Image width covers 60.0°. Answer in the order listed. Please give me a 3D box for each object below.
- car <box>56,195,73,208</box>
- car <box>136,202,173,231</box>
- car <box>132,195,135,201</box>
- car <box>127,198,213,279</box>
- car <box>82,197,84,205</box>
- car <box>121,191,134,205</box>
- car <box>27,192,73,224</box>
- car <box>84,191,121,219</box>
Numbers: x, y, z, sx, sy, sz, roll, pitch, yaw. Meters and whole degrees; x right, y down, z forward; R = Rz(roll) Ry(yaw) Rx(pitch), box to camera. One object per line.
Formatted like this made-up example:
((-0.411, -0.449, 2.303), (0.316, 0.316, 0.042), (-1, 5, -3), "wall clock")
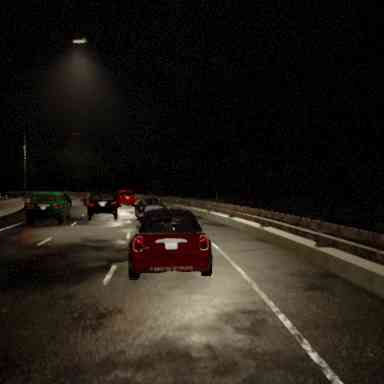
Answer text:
((-16.328, 1.142, 42.419), (1.837, 1.490, 4.892), (0, 1, -24), "car")
((-2.217, 1.371, 20.129), (1.994, 1.385, 4.181), (0, 1, -5), "car")
((-3.460, 1.254, 26.602), (1.837, 1.490, 4.892), (0, 1, -15), "car")
((-0.710, 1.258, 9.982), (2.097, 1.767, 4.553), (0, 1, -6), "car")
((-13.574, 1.079, 44.818), (1.882, 1.535, 5.008), (0, 1, -24), "car")
((-8.715, 0.832, 42.417), (2.150, 2.045, 5.566), (0, 1, -22), "car")
((-9.845, 1.029, 23.151), (2.150, 2.045, 5.566), (0, 1, -14), "car")
((-7.046, 0.985, 26.403), (2.150, 2.045, 5.566), (0, 1, -14), "car")
